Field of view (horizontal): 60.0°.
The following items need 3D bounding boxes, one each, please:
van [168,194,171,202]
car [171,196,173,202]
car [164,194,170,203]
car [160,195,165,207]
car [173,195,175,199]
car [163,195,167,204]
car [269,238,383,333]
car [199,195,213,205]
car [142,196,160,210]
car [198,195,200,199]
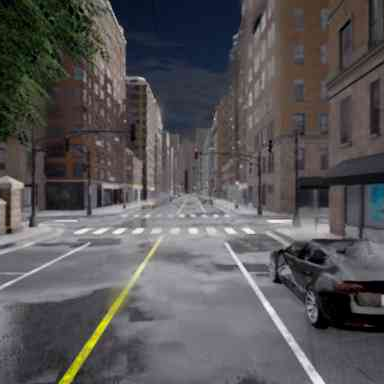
[{"bbox_3d":[-5.700,1.407,66.586,1.690,1.788,3.998,0,0,0],"label":"van"},{"bbox_3d":[-5.702,1.626,72.036,2.008,1.369,4.403,0,0,0],"label":"car"},{"bbox_3d":[-5.697,1.602,61.135,1.887,1.381,4.507,0,0,0],"label":"car"},{"bbox_3d":[-5.692,1.594,50.233,2.008,1.369,4.403,0,0,0],"label":"car"},{"bbox_3d":[-5.705,1.401,77.487,2.192,1.841,5.009,0,0,0],"label":"car"},{"bbox_3d":[-5.695,1.595,55.684,1.887,1.381,4.507,0,0,0],"label":"car"},{"bbox_3d":[2.853,1.574,6.798,1.947,1.339,4.313,0,0,0],"label":"car"},{"bbox_3d":[2.827,1.497,61.175,1.967,1.590,4.097,0,0,0],"label":"car"},{"bbox_3d":[-5.689,1.562,44.613,1.752,1.417,4.829,0,0,0],"label":"car"},{"bbox_3d":[2.823,1.626,72.072,2.008,1.369,4.403,0,0,0],"label":"car"}]
